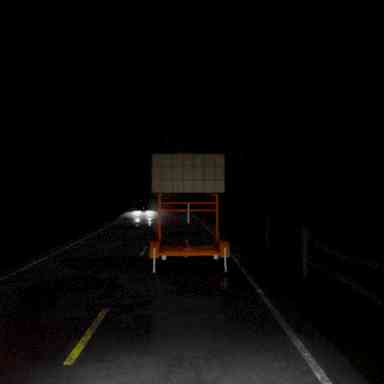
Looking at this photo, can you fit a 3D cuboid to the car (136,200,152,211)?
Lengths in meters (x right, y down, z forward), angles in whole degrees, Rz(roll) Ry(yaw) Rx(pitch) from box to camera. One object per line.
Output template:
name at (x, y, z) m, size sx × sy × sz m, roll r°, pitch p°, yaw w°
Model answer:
car at (-5.961, 1.601, 41.186) m, size 1.895 × 1.301 × 4.718 m, roll 0°, pitch 0°, yaw -8°

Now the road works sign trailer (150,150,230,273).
road works sign trailer at (-0.118, 0.464, 10.685) m, size 2.380 × 3.560 × 2.880 m, roll 0°, pitch 0°, yaw -3°
